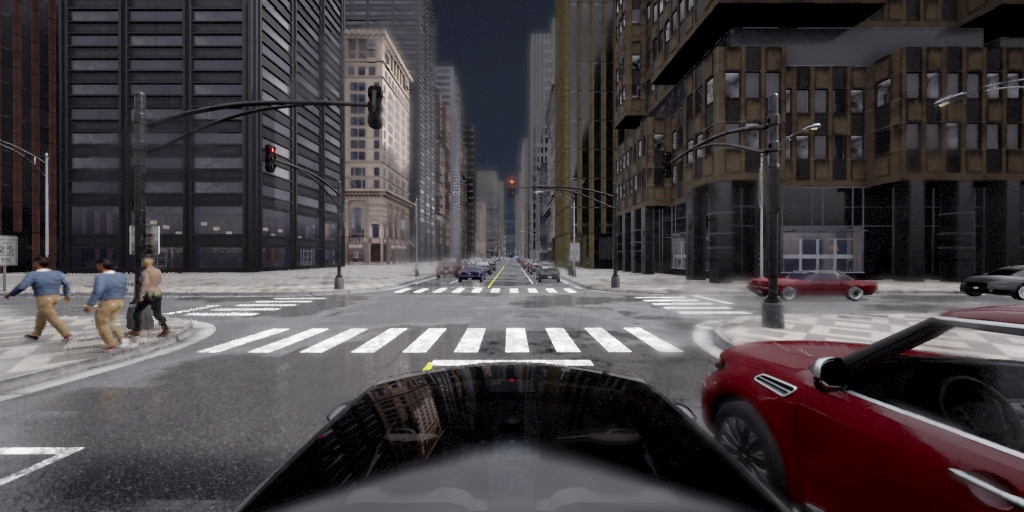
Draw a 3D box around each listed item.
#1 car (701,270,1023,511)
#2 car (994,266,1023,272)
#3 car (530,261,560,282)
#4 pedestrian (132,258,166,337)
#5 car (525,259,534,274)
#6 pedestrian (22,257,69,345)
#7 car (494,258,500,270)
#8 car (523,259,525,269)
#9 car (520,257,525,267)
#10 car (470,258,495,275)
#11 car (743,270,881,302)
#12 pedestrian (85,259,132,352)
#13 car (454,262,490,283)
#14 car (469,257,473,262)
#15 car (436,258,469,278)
[{"bbox_3d":[2.763,1.065,1.238,2.192,1.841,5.009,0,0,0],"label":"car"},{"bbox_3d":[23.668,1.196,16.434,4.892,1.490,1.837,0,0,0],"label":"car"},{"bbox_3d":[2.768,1.302,28.211,2.007,1.370,4.403,0,0,0],"label":"car"},{"bbox_3d":[-8.228,0.894,8.085,0.375,1.860,0.375,0,0,0],"label":"pedestrian"},{"bbox_3d":[2.770,1.304,39.493,2.007,1.370,4.403,0,0,0],"label":"car"},{"bbox_3d":[-9.726,0.893,7.485,0.375,1.860,0.375,0,0,0],"label":"pedestrian"},{"bbox_3d":[-3.083,1.304,48.806,2.033,1.411,5.357,0,0,0],"label":"car"},{"bbox_3d":[2.771,1.300,45.133,1.888,1.381,4.507,0,0,0],"label":"car"},{"bbox_3d":[2.774,1.199,56.414,1.967,1.591,4.097,0,0,0],"label":"car"},{"bbox_3d":[-3.093,1.279,38.437,1.812,1.442,4.674,0,0,0],"label":"car"},{"bbox_3d":[13.522,1.314,16.386,4.718,1.301,1.895,0,0,0],"label":"car"},{"bbox_3d":[-7.736,0.892,6.879,0.375,1.860,0.375,0,0,0],"label":"pedestrian"},{"bbox_3d":[-3.094,1.352,28.469,1.895,1.301,4.718,0,0,0],"label":"car"},{"bbox_3d":[-5.755,1.193,39.486,1.967,1.591,4.097,0,0,0],"label":"car"},{"bbox_3d":[-5.756,1.067,33.844,2.192,1.841,5.009,0,0,0],"label":"car"}]
